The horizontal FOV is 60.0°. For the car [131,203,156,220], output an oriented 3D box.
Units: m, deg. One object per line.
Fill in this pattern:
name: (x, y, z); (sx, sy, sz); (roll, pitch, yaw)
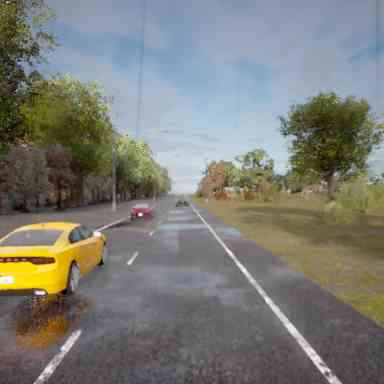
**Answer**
car: (-4.279, 1.680, 29.417); (1.812, 1.442, 4.674); (-1, 0, -2)

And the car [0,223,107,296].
car: (-3.634, 1.550, 8.878); (1.882, 1.535, 5.008); (-1, 0, -2)

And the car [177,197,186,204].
car: (-2.257, 1.847, 73.362); (1.994, 1.385, 4.181); (-1, 0, -2)

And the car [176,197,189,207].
car: (-1.602, 1.572, 55.543); (2.097, 1.767, 4.553); (-1, 0, -2)
